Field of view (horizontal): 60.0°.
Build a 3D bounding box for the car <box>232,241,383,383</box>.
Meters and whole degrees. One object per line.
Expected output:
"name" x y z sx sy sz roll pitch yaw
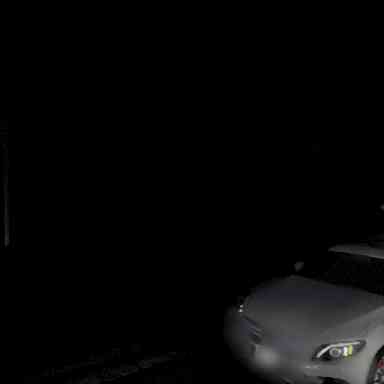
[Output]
"car" 2.714 1.532 5.002 4.674 1.442 1.812 0 0 -35
